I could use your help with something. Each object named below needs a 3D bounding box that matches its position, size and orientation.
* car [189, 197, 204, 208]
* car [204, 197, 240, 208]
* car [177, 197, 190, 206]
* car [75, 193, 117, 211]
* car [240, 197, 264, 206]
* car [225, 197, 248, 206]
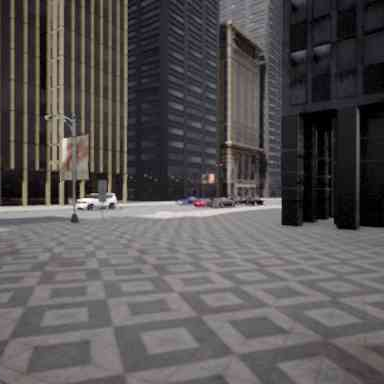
[{"bbox_3d":[2.013,1.586,49.487,1.994,1.385,4.181,0,0,36],"label":"car"},{"bbox_3d":[4.370,1.523,47.210,2.128,1.511,4.902,0,0,36],"label":"car"},{"bbox_3d":[-0.671,1.536,56.995,1.812,1.442,4.674,0,0,36],"label":"car"},{"bbox_3d":[-11.886,1.199,41.538,2.150,2.045,5.566,0,1,36],"label":"car"},{"bbox_3d":[10.400,1.524,55.689,1.882,1.535,5.008,0,0,36],"label":"car"},{"bbox_3d":[7.760,1.562,57.585,1.812,1.442,4.674,0,0,36],"label":"car"}]
